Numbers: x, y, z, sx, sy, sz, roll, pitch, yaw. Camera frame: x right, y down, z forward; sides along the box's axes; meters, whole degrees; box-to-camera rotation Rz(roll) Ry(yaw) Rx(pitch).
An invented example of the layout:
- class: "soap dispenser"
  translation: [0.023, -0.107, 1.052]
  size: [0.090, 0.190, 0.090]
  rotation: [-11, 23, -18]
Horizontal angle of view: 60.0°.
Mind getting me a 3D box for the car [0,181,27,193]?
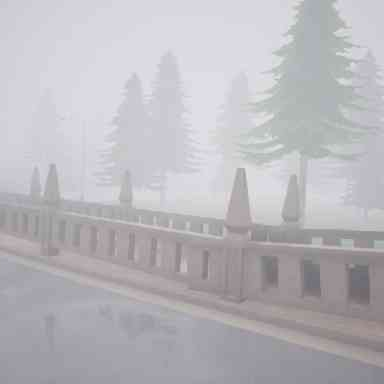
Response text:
- class: "car"
  translation: [-21.265, -0.476, 37.419]
  size: [1.882, 1.535, 5.008]
  rotation: [4, 3, 37]
